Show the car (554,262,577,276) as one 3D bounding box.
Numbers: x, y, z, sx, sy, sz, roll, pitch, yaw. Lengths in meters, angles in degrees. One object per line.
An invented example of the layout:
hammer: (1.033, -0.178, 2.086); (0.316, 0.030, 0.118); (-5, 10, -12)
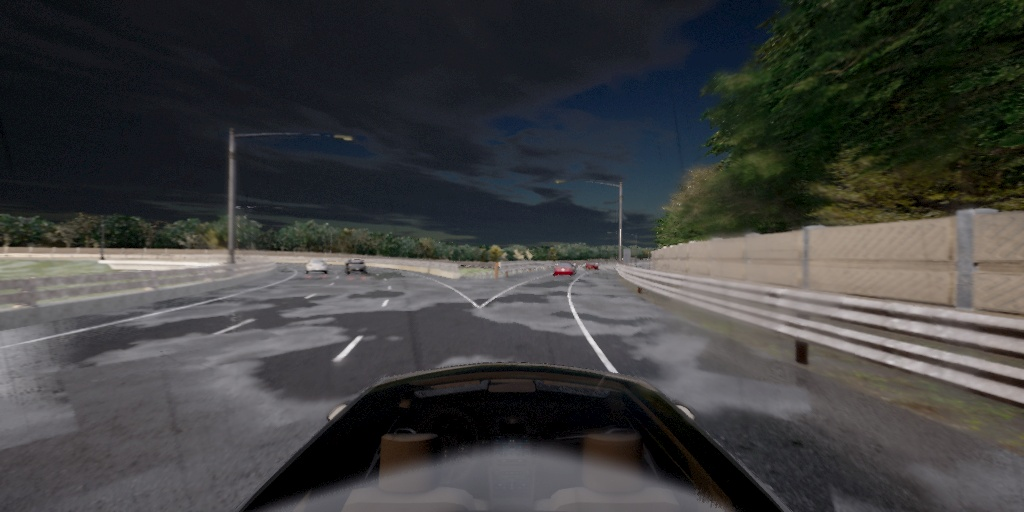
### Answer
car: (5.509, 1.311, 36.981); (1.994, 1.385, 4.181); (0, 0, 15)

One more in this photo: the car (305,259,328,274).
car: (-20.148, 1.046, 36.986); (1.812, 1.442, 4.674); (1, 0, -30)

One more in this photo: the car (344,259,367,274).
car: (-16.226, 1.045, 37.111); (2.128, 1.511, 4.902); (1, 0, -29)
